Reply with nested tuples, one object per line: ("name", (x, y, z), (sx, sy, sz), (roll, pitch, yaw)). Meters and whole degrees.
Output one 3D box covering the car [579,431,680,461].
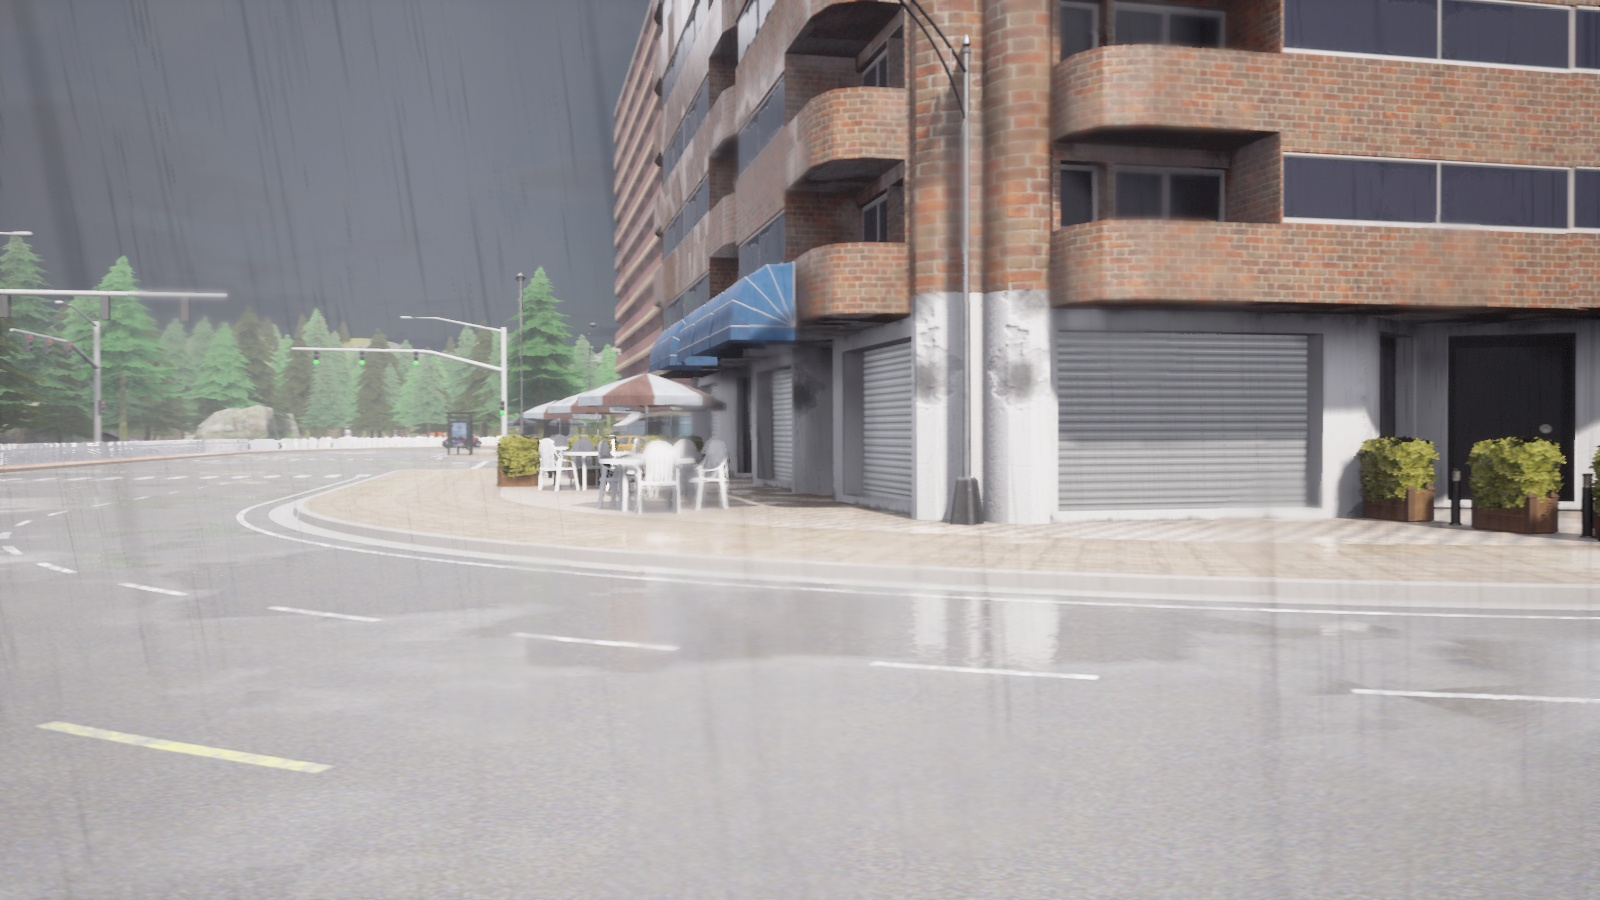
("car", (-9.350, -0.229, 68.678), (5.366, 1.575, 1.801), (0, 1, -12))
